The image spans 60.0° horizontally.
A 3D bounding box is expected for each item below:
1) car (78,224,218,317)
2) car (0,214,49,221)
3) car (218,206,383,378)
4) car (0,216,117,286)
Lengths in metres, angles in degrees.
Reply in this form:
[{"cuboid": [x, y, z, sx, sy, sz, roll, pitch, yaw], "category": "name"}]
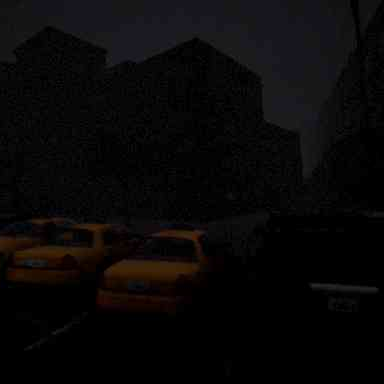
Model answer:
[{"cuboid": [-0.166, 1.511, 7.765, 1.946, 1.575, 5.366, 0, -1, 16], "category": "car"}, {"cuboid": [-5.130, 1.542, 10.893, 1.946, 1.575, 5.366, 0, -1, 16], "category": "car"}, {"cuboid": [2.223, 1.252, 5.875, 2.435, 2.045, 5.566, 0, -1, 16], "category": "car"}, {"cuboid": [-2.600, 1.528, 9.505, 1.946, 1.575, 5.366, 0, -1, 16], "category": "car"}]
